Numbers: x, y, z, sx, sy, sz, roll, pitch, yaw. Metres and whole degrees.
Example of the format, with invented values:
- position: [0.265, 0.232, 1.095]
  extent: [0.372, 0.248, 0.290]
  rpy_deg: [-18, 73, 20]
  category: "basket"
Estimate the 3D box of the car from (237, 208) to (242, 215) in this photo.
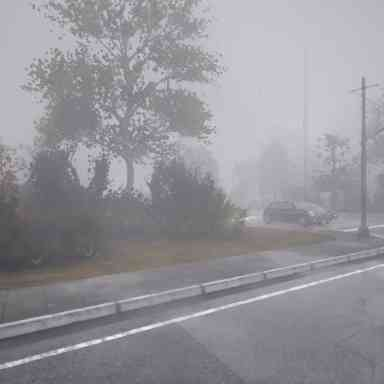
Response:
- position: [3.472, 1.781, 33.691]
  extent: [1.994, 1.385, 4.181]
  rpy_deg: [0, -1, -42]
  category: "car"

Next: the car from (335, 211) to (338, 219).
- position: [9.182, 1.594, 26.862]
  extent: [1.837, 1.490, 4.892]
  rpy_deg: [0, -1, -42]
  category: "car"

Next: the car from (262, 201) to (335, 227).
- position: [7.282, 1.426, 23.617]
  extent: [2.097, 1.767, 4.553]
  rpy_deg: [0, -1, -38]
  category: "car"
